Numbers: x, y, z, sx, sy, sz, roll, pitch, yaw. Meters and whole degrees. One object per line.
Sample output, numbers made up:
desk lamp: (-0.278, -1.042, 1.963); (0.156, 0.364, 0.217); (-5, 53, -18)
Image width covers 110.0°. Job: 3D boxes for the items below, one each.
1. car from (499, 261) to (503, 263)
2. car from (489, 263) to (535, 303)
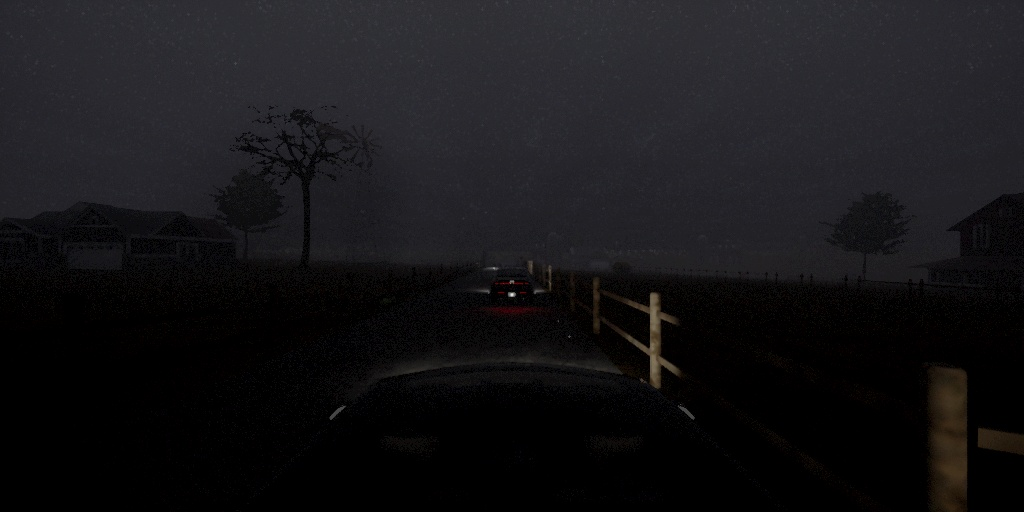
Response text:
car: (0.000, 1.367, 31.531); (1.895, 1.301, 4.718); (0, 0, 0)
car: (0.000, 1.265, 16.500); (1.837, 1.490, 4.892); (0, 0, 0)
